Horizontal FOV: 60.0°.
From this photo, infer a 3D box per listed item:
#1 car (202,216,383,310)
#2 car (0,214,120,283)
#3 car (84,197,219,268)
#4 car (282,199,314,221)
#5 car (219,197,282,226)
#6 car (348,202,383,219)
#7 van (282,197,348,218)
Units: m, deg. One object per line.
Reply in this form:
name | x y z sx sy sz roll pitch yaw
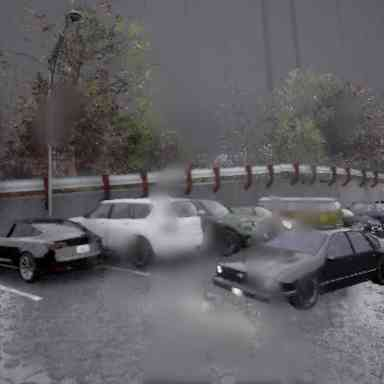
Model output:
car | 3.049 1.545 7.989 5.357 1.411 2.033 0 0 -35
car | -4.657 1.511 9.716 4.792 1.488 2.163 -1 0 35
car | -2.195 1.230 11.471 5.566 2.045 2.435 -1 0 35
car | 2.738 1.356 14.988 4.553 1.767 2.185 -1 -1 35
car | 0.324 1.230 13.209 5.566 2.045 2.435 -1 -1 34
car | 7.687 1.482 18.469 4.892 1.521 2.231 -1 -1 35
van | 5.126 1.257 16.777 4.442 1.987 1.878 -1 0 35
